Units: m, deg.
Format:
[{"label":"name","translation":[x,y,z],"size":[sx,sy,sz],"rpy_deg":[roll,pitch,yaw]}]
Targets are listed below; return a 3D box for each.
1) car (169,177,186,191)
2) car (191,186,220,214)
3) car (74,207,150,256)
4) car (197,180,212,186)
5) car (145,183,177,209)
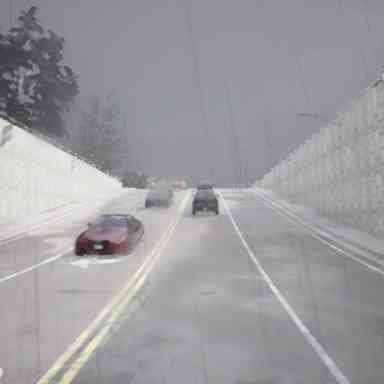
[{"label":"car","translation":[-1.920,-1.153,43.354],"size":[2.097,1.767,4.553],"rpy_deg":[0,4,2]},{"label":"car","translation":[0.975,0.658,24.482],"size":[1.837,1.490,4.892],"rpy_deg":[0,5,2]},{"label":"car","translation":[-3.143,1.598,13.360],"size":[1.994,1.385,4.181],"rpy_deg":[0,3,2]},{"label":"car","translation":[1.602,-0.793,41.509],"size":[1.895,1.301,4.718],"rpy_deg":[0,5,2]},{"label":"car","translation":[-2.602,0.399,27.248],"size":[1.882,1.535,5.008],"rpy_deg":[0,5,3]}]
